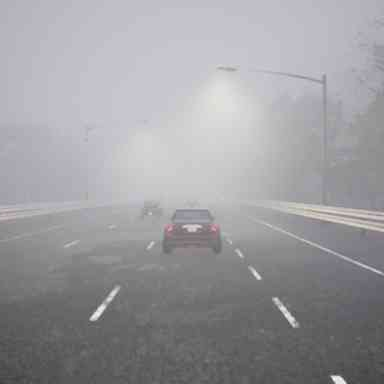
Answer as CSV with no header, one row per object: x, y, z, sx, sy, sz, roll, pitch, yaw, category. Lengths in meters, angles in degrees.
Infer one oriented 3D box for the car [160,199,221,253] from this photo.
0.007,1.367,14.000,2.097,1.767,4.553,0,0,0,car

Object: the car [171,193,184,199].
-3.465,1.627,73.555,2.128,1.511,4.902,0,0,0,car

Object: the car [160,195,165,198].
-6.966,1.457,73.546,2.097,1.767,4.553,0,0,0,car

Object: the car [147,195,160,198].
-6.975,1.599,55.597,1.812,1.442,4.674,0,0,0,car

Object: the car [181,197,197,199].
0.019,1.612,38.360,1.994,1.385,4.181,0,0,0,car

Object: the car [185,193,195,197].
0.034,1.579,73.506,1.882,1.535,5.008,0,0,0,car

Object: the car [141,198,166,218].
-3.487,1.544,30.331,1.837,1.490,4.892,0,0,0,car
